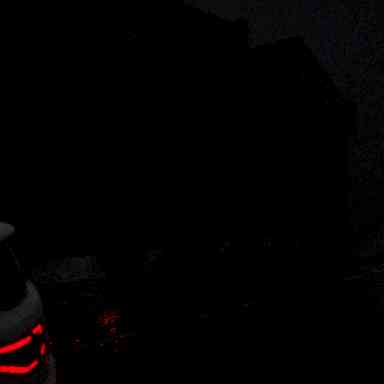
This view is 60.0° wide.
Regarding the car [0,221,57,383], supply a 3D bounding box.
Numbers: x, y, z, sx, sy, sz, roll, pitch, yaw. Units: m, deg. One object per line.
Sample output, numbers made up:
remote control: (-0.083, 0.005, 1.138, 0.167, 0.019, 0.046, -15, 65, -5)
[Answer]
car: (-3.578, 1.201, 1.447, 5.566, 2.045, 2.150, 1, 0, -35)
